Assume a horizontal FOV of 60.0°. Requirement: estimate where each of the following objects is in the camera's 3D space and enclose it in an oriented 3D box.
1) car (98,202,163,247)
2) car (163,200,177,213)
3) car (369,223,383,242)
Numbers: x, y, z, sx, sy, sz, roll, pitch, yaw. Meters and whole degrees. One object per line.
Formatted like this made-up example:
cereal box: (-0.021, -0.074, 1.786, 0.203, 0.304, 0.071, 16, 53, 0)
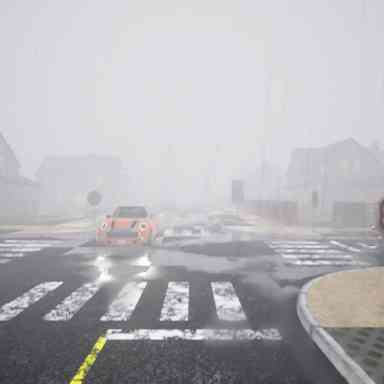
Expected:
car: (-2.716, 1.358, 15.119, 2.097, 1.767, 4.553, 0, 0, 0)
car: (-2.668, 1.665, 38.504, 2.033, 1.411, 5.357, 0, 0, 0)
car: (10.394, 1.682, 14.430, 4.718, 1.301, 1.895, 0, 0, 2)
